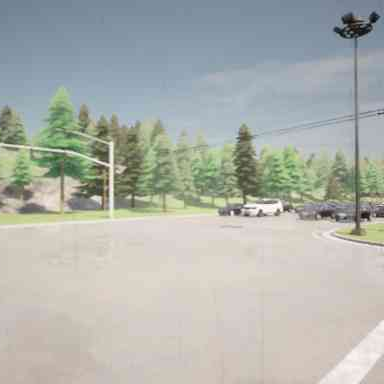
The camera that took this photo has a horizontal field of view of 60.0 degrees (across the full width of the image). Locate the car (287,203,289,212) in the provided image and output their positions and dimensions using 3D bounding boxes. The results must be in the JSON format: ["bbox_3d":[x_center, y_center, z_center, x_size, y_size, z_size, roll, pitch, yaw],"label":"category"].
[{"bbox_3d":[12.173,2.185,46.356,4.902,1.511,2.128,1,-1,-40],"label":"car"}]

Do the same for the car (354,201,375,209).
[{"bbox_3d":[33.167,2.431,63.877,4.181,1.385,1.994,1,-1,-40],"label":"car"}]

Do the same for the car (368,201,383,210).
[{"bbox_3d":[34.004,2.322,60.012,4.902,1.511,2.128,1,-1,-40],"label":"car"}]

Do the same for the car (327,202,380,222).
[{"bbox_3d":[14.747,1.919,30.214,4.902,1.511,2.128,1,-1,-40],"label":"car"}]

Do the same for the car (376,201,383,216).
[{"bbox_3d":[21.783,1.848,36.145,4.553,1.767,2.097,1,-1,-40],"label":"car"}]

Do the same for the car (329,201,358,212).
[{"bbox_3d":[23.433,2.221,51.238,4.902,1.511,2.128,1,-1,-40],"label":"car"}]

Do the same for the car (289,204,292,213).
[{"bbox_3d":[15.670,2.146,44.723,4.902,1.511,2.128,1,-1,-40],"label":"car"}]

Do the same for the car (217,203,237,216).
[{"bbox_3d":[5.183,2.130,40.442,4.892,1.490,1.837,1,-1,-41],"label":"car"}]

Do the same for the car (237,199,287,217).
[{"bbox_3d":[8.152,1.803,38.392,5.566,2.045,2.150,1,-1,-40],"label":"car"}]

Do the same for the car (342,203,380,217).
[{"bbox_3d":[19.913,2.098,39.147,5.357,1.411,2.033,1,-1,-40],"label":"car"}]

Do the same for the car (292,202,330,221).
[{"bbox_3d":[12.459,1.970,32.861,4.902,1.511,2.128,1,-1,-40],"label":"car"}]

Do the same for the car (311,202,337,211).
[{"bbox_3d":[21.539,2.309,54.212,4.674,1.442,1.812,1,-1,-40],"label":"car"}]
